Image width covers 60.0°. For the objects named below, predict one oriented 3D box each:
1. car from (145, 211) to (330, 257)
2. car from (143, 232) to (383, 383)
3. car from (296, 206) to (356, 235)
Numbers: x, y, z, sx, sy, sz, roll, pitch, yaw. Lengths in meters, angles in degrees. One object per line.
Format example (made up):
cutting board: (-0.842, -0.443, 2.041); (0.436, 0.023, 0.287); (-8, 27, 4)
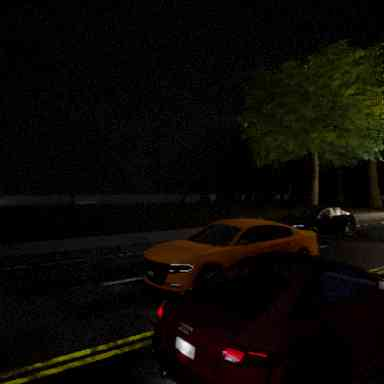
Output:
car: (1.164, 1.448, 8.507); (5.008, 1.535, 1.882); (0, 0, -36)
car: (1.560, 1.545, 4.555); (4.181, 1.385, 1.994); (0, 0, -36)
car: (5.894, 1.420, 15.876); (4.902, 1.511, 2.128); (0, 0, -35)
